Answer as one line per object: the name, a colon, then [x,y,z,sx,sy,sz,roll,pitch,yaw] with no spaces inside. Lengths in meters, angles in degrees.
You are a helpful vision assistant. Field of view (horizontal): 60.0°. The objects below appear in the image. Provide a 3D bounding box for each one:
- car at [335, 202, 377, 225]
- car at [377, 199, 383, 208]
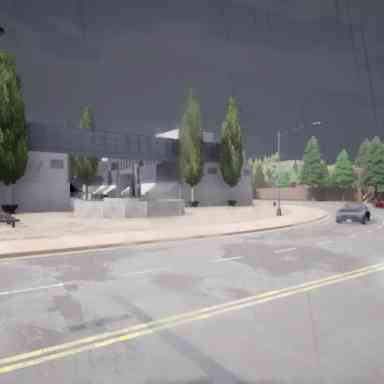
car: [11.951,1.544,24.413,2.033,1.411,5.357,0,0,34]
car: [25.265,1.594,43.076,1.895,1.301,4.718,0,0,4]
